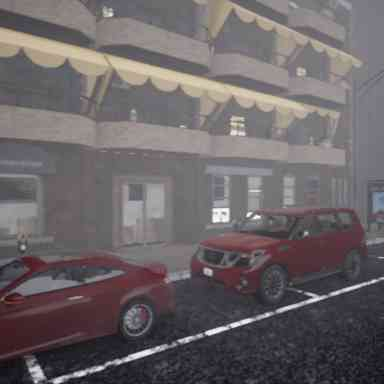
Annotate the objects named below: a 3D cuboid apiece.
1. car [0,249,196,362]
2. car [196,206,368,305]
[{"bbox_3d":[-2.216,1.581,4.980,4.206,1.307,1.802,0,0,-35],"label":"car"},{"bbox_3d":[2.382,1.311,8.260,5.009,1.841,2.192,0,0,-36],"label":"car"}]
